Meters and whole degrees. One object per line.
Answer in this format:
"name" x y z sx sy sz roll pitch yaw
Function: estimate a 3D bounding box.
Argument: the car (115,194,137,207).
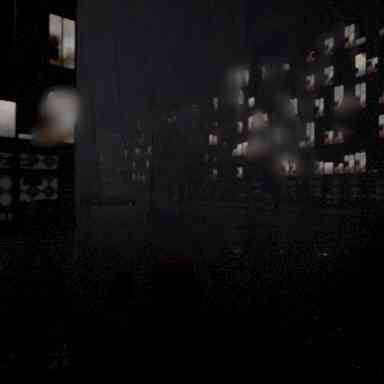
"car" -8.603 0.957 40.079 2.033 1.411 5.357 0 1 -38

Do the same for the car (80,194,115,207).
"car" -11.168 0.945 38.083 2.033 1.411 5.357 0 1 -38
